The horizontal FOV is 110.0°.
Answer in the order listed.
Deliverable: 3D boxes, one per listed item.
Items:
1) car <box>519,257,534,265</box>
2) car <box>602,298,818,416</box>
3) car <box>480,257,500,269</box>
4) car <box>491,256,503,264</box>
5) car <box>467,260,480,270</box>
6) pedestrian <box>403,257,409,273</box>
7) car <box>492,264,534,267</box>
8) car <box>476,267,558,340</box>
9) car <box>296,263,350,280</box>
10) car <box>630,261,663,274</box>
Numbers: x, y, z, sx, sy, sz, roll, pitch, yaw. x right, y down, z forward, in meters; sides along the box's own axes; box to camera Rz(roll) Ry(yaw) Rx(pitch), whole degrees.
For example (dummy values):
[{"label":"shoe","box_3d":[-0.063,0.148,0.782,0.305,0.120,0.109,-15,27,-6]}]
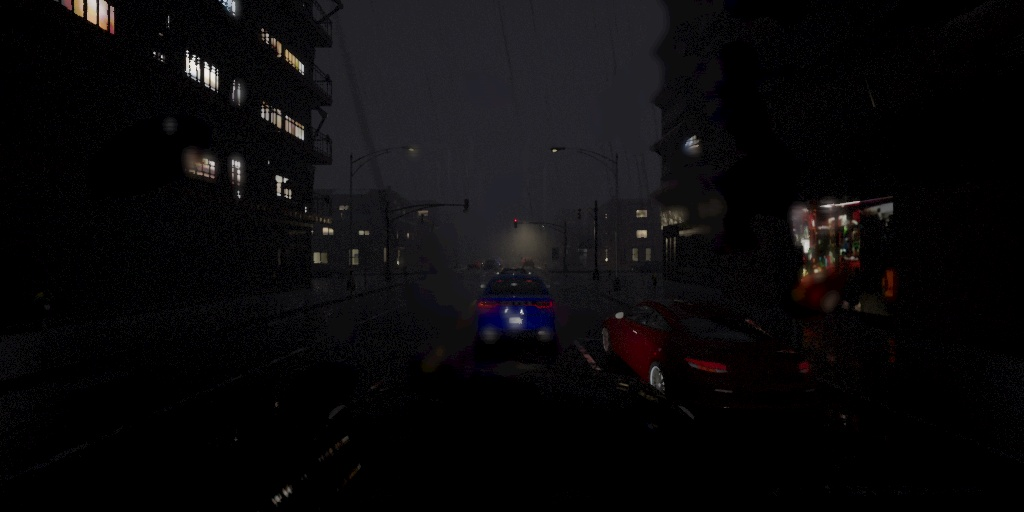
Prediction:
[{"label":"car","box_3d":[2.676,1.113,60.557,2.192,1.841,5.009,0,0,0]},{"label":"car","box_3d":[2.689,1.333,5.806,1.802,1.307,4.207,0,0,0]},{"label":"car","box_3d":[-3.102,1.288,51.631,1.837,1.490,4.892,0,0,0]},{"label":"car","box_3d":[-3.069,1.029,65.299,2.150,2.045,5.566,0,0,1]},{"label":"car","box_3d":[-5.791,1.335,55.034,1.888,1.381,4.507,0,0,0]},{"label":"pedestrian","box_3d":[-12.521,1.060,42.291,0.375,1.860,0.375,0,0,0]},{"label":"car","box_3d":[0.097,1.321,18.987,1.994,1.385,4.181,0,0,0]},{"label":"car","box_3d":[0.099,1.230,10.046,1.882,1.535,5.008,0,0,0]},{"label":"car","box_3d":[-17.510,1.451,33.550,4.892,1.490,1.837,0,0,0]},{"label":"car","box_3d":[14.355,1.152,36.776,4.181,1.385,1.994,-1,0,0]}]
